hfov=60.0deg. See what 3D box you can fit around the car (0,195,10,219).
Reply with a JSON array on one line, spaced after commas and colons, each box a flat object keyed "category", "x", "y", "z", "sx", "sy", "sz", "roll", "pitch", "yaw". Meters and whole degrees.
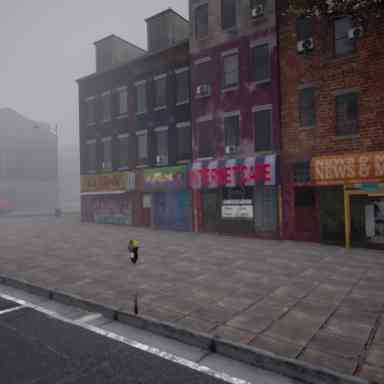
[{"category": "car", "x": -17.815, "y": 1.291, "z": 26.935, "sx": 2.150, "sy": 2.045, "sz": 5.566, "roll": -2, "pitch": -1, "yaw": 37}]
